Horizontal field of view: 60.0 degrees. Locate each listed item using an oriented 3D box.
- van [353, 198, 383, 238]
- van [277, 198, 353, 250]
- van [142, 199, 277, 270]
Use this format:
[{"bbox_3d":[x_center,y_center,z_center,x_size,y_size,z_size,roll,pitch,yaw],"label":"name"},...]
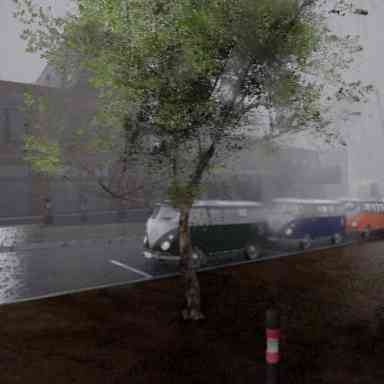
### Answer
[{"bbox_3d":[9.085,1.330,17.924,4.442,1.987,1.878,2,0,-41],"label":"van"},{"bbox_3d":[4.843,1.284,14.281,4.442,1.987,1.878,2,0,-41],"label":"van"},{"bbox_3d":[0.494,1.248,10.785,4.442,1.987,1.878,2,0,-39],"label":"van"}]
